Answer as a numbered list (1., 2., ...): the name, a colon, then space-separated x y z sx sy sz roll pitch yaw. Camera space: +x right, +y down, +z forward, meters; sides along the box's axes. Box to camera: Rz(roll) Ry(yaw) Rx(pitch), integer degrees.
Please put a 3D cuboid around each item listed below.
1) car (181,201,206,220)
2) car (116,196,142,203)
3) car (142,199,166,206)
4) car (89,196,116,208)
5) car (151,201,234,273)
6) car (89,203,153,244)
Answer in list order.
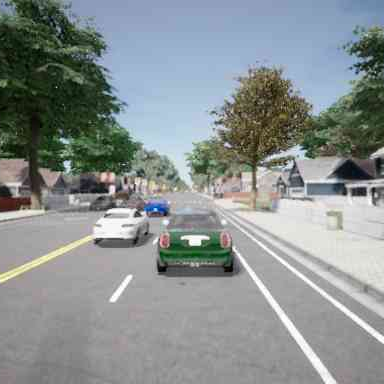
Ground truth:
1. car: 0.099 1.495 27.956 1.895 1.301 4.718 0 0 0
2. car: -6.584 1.213 37.046 2.097 1.767 4.553 0 0 0
3. car: -3.147 1.360 31.125 1.882 1.535 5.008 0 0 0
4. car: -9.834 1.213 37.047 2.097 1.767 4.553 0 0 0
5. car: 0.088 1.311 10.717 2.097 1.767 4.553 0 0 0
6. car: -3.143 1.468 15.283 1.812 1.442 4.674 0 0 0
